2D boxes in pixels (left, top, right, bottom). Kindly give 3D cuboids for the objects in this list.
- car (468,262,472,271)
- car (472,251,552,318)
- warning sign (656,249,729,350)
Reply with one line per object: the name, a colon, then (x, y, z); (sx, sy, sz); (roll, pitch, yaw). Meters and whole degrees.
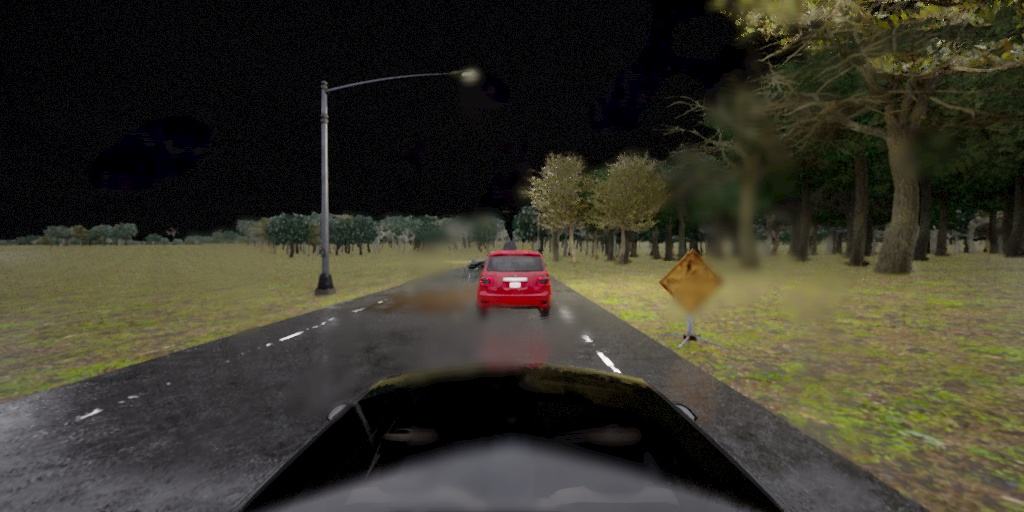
car: (-3.596, 0.922, 38.408); (1.895, 1.301, 4.718); (0, 1, 0)
car: (0.078, 0.836, 12.381); (2.150, 2.045, 5.566); (0, 1, 0)
warning sign: (3.550, 0.795, 7.160); (1.300, 1.860, 1.060); (0, 0, 0)
